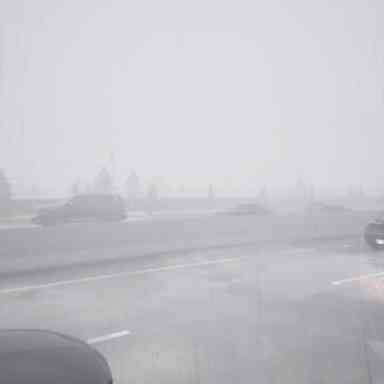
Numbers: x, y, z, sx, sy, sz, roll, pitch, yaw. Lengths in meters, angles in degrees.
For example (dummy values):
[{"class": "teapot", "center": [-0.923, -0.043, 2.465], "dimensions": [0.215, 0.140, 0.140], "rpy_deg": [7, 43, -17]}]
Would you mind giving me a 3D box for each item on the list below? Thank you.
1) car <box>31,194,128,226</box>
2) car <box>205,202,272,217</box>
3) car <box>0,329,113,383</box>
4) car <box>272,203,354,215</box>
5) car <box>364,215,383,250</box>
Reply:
[{"class": "car", "center": [-6.726, 1.120, 20.254], "dimensions": [5.566, 2.045, 2.150], "rpy_deg": [0, 0, -31]}, {"class": "car", "center": [3.197, 1.415, 21.775], "dimensions": [4.892, 1.490, 1.837], "rpy_deg": [0, 0, -26]}, {"class": "car", "center": [-2.704, 1.512, 1.694], "dimensions": [4.674, 1.442, 1.812], "rpy_deg": [0, 0, -36]}, {"class": "car", "center": [7.596, 1.417, 20.000], "dimensions": [4.902, 1.511, 2.128], "rpy_deg": [0, 0, -25]}, {"class": "car", "center": [8.655, 1.465, 12.556], "dimensions": [4.892, 1.490, 1.837], "rpy_deg": [0, 0, -27]}]
